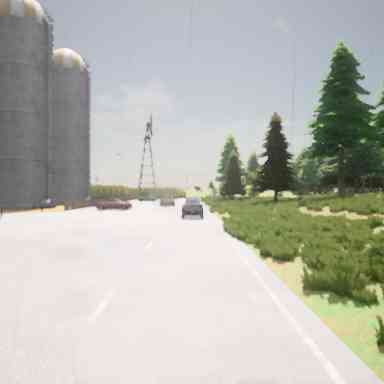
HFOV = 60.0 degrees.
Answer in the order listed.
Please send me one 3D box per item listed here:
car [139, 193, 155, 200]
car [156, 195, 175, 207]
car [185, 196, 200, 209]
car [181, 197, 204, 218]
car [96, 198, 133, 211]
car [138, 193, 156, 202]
[{"bbox_3d":[-12.019,1.139,89.080,3.866,1.878,1.905,0,0,-31],"label":"car"},{"bbox_3d":[-3.595,1.230,49.004,2.097,1.767,4.553,0,0,0],"label":"car"},{"bbox_3d":[0.020,1.368,44.675,1.882,1.535,5.008,0,0,0],"label":"car"},{"bbox_3d":[0.044,1.421,28.915,2.128,1.511,4.902,0,0,0],"label":"car"},{"bbox_3d":[-9.111,1.454,39.230,4.181,1.381,1.994,0,0,-1],"label":"car"},{"bbox_3d":[-9.641,1.306,72.238,3.988,1.617,1.851,0,0,-1],"label":"car"}]
